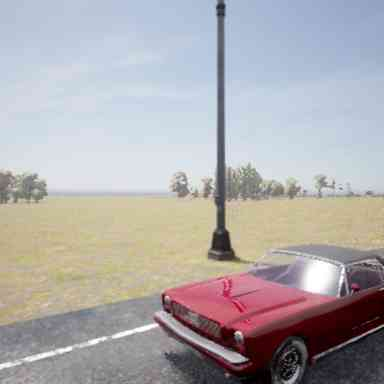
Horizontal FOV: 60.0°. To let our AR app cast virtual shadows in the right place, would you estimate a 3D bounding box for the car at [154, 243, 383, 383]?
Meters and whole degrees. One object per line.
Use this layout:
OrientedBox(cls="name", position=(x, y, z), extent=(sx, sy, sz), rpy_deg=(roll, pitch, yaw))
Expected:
OrientedBox(cls="car", position=(1.822, 1.587, 5.258), extent=(4.718, 1.301, 1.895), rpy_deg=(0, 0, -35))
